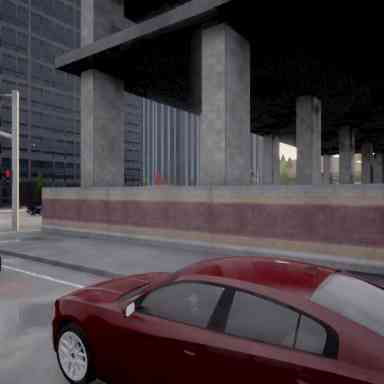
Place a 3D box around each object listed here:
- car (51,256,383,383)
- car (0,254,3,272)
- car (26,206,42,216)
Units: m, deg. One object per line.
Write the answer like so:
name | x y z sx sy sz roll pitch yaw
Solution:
car | 0.460 1.478 3.662 5.008 1.535 1.882 0 0 35
car | -6.887 1.564 8.850 4.181 1.385 1.994 0 0 36
car | -14.083 1.656 33.517 1.895 1.301 4.718 0 0 36
